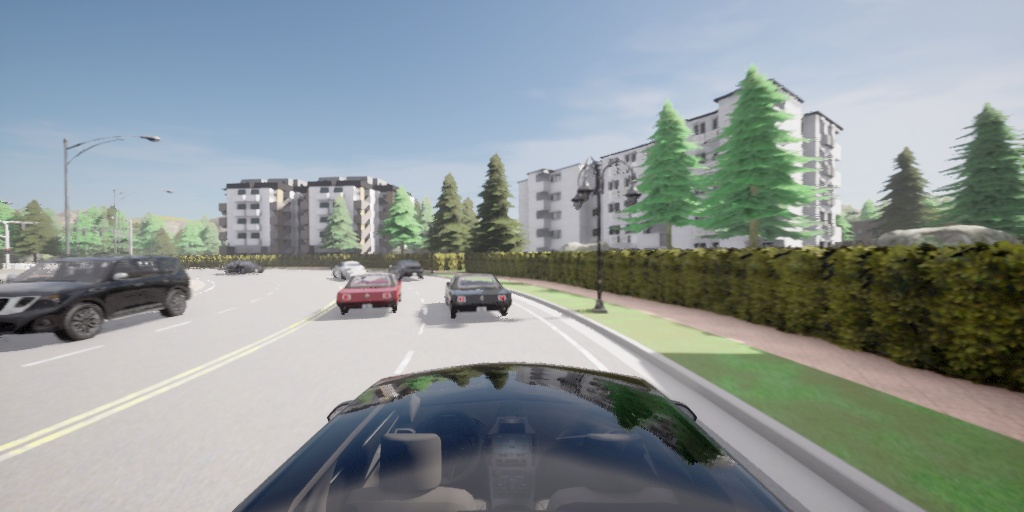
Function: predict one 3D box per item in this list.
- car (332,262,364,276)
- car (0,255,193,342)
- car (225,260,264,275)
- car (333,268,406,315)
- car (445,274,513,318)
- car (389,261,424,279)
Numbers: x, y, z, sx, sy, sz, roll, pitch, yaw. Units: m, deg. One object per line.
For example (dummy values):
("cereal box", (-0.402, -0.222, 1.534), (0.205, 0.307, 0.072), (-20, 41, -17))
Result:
("car", (-13.506, 1.177, 29.796), (1.812, 1.442, 4.674), (-1, 0, -37))
("car", (-11.629, 1.011, 10.033), (2.150, 2.045, 5.566), (0, 0, -14))
("car", (-28.283, 1.198, 37.859), (5.008, 1.535, 1.882), (0, 0, 29))
("car", (-5.177, 1.304, 13.568), (1.895, 1.301, 4.718), (-1, 0, -15))
("car", (-1.382, 1.277, 12.756), (1.895, 1.301, 4.718), (-1, 0, -13))
("car", (-8.671, 1.118, 29.066), (1.837, 1.490, 4.892), (0, 0, -33))
